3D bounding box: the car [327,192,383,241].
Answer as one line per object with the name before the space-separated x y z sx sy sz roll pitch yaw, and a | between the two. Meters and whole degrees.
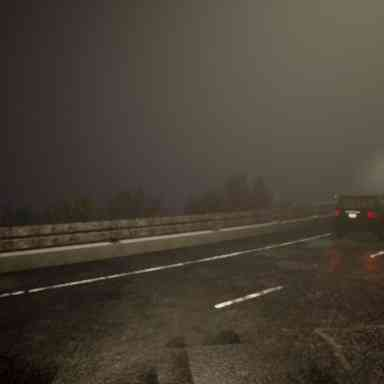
car | 8.872 1.109 16.362 2.150 2.045 5.566 0 0 45
